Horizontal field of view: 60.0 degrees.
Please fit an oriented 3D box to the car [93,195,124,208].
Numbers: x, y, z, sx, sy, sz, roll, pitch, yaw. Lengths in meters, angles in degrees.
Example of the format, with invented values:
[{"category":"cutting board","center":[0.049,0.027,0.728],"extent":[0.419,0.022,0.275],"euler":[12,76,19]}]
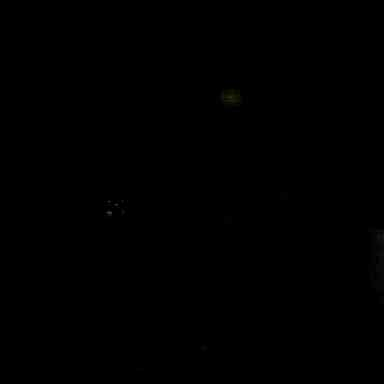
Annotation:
[{"category":"car","center":[-9.180,1.014,36.563],"extent":[1.895,1.301,4.718],"euler":[-1,2,-36]}]
